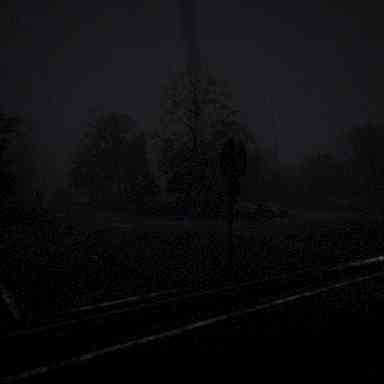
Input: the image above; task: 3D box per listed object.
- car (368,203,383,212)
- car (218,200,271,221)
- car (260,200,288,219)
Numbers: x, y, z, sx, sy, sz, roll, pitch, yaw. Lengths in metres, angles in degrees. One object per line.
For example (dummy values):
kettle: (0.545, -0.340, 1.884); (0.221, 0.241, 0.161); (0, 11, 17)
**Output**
car: (26.716, 2.132, 45.645); (2.002, 1.452, 4.674); (1, -1, -35)
car: (4.341, 1.702, 29.653); (2.002, 1.452, 4.674); (1, -1, -36)
car: (6.882, 1.584, 31.553); (2.185, 1.767, 4.553); (1, -1, -36)
